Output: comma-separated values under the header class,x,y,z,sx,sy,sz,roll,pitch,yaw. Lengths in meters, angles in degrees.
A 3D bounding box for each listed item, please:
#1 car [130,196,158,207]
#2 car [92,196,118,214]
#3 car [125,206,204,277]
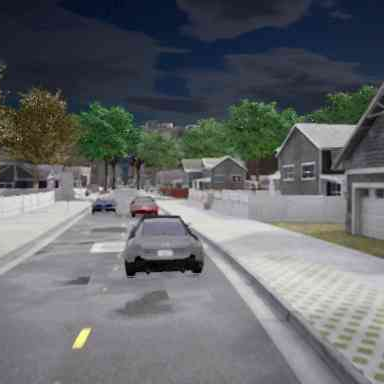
class,x,y,z,sx,sy,sz,roll,pitch,yaw
car,-3.605,0.995,24.944,1.994,1.385,4.181,0,1,-11
car,-6.901,1.004,26.599,1.895,1.301,4.718,0,1,-11
car,-0.877,1.341,9.681,1.994,1.385,4.181,0,1,-8
